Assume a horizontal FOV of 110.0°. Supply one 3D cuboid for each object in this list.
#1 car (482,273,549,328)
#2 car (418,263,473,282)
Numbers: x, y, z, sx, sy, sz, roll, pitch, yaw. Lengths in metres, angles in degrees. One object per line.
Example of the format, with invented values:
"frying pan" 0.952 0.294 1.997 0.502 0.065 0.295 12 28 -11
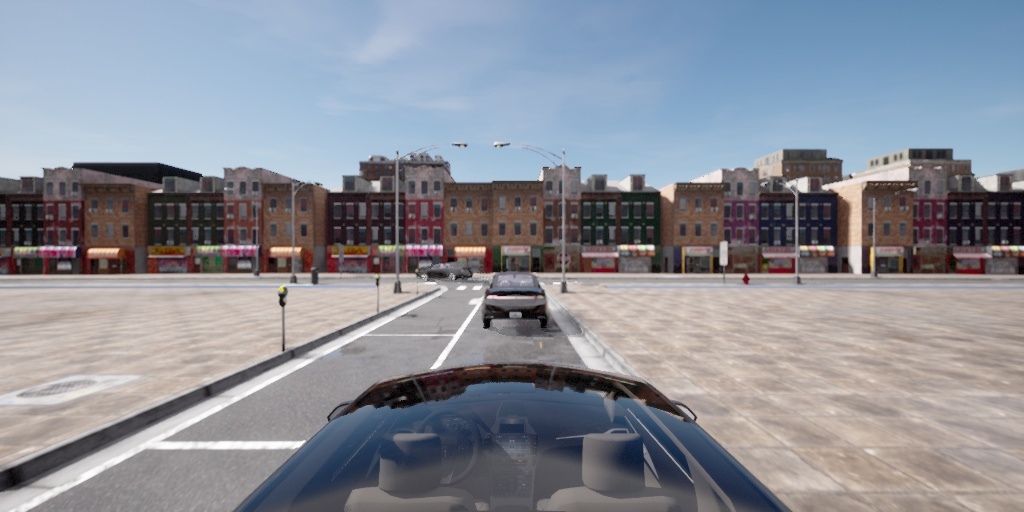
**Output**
"car" 0.086 1.282 11.516 2.128 1.511 4.902 0 0 0
"car" -5.615 1.342 29.887 4.902 1.511 2.128 0 0 27
